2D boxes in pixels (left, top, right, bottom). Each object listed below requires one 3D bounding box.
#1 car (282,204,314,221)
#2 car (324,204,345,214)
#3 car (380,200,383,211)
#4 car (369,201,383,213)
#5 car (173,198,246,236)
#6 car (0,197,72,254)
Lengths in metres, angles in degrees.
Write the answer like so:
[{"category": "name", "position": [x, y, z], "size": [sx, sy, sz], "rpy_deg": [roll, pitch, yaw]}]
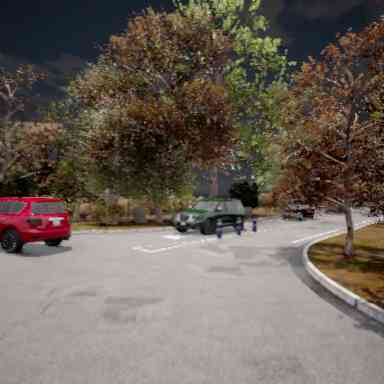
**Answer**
[{"category": "car", "position": [10.244, 1.906, 31.963], "size": [2.128, 1.511, 4.902], "rpy_deg": [0, 0, 38]}, {"category": "car", "position": [18.507, 2.069, 42.575], "size": [2.033, 1.411, 5.357], "rpy_deg": [0, 0, 38]}, {"category": "car", "position": [32.673, 2.175, 55.030], "size": [2.097, 1.767, 4.553], "rpy_deg": [0, -1, 38]}, {"category": "car", "position": [26.295, 2.132, 46.806], "size": [2.128, 1.511, 4.902], "rpy_deg": [0, 0, 38]}, {"category": "car", "position": [1.262, 1.438, 20.624], "size": [2.150, 2.045, 5.566], "rpy_deg": [0, 0, 40]}, {"category": "car", "position": [-7.571, 1.236, 13.738], "size": [5.566, 2.045, 2.150], "rpy_deg": [1, -2, 25]}]
